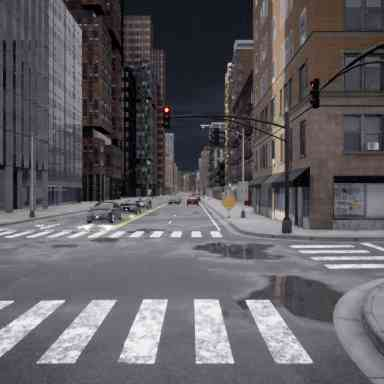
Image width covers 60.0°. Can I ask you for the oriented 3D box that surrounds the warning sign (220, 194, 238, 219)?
[{"bbox_3d":[2.858,1.118,25.685,1.300,1.860,1.060,0,0,0],"label":"warning sign"}]

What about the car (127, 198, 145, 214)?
[{"bbox_3d":[-6.596,1.570,35.413,1.994,1.385,4.181,0,0,0],"label":"car"}]

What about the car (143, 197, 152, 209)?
[{"bbox_3d":[-6.581,1.502,45.387,2.128,1.511,4.902,0,0,0],"label":"car"}]

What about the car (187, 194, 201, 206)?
[{"bbox_3d":[0.110,1.493,54.876,1.882,1.535,5.008,0,0,0],"label":"car"}]

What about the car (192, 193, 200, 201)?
[{"bbox_3d":[0.990,1.268,85.720,2.150,2.045,5.566,0,0,0],"label":"car"}]

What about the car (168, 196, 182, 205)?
[{"bbox_3d":[-3.140,1.619,59.418,1.895,1.301,4.718,0,0,0],"label":"car"}]

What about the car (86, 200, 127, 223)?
[{"bbox_3d":[-6.595,1.507,25.490,1.837,1.490,4.892,0,0,0],"label":"car"}]

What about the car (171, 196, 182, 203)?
[{"bbox_3d":[-3.142,1.573,69.676,2.033,1.411,5.357,0,0,0],"label":"car"}]
